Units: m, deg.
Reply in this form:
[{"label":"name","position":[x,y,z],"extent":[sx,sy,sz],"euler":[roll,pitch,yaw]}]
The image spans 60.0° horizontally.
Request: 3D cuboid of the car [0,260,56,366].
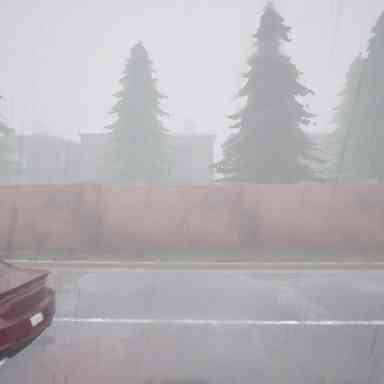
[{"label":"car","position":[-4.469,1.481,4.495],"extent":[5.008,1.535,1.882],"euler":[0,0,4]}]
